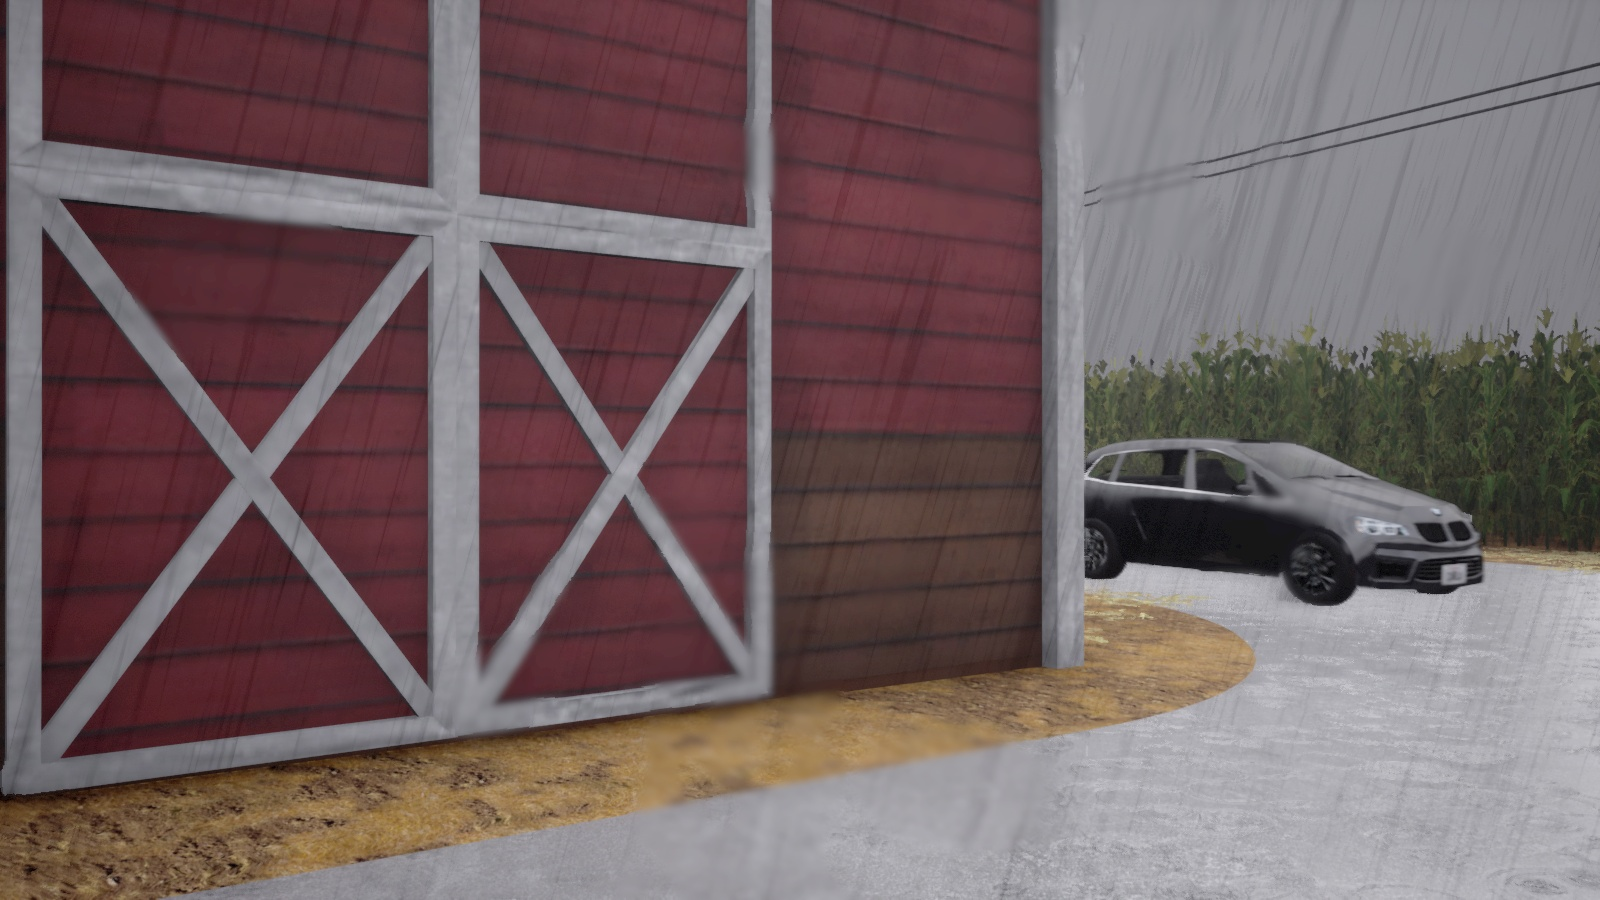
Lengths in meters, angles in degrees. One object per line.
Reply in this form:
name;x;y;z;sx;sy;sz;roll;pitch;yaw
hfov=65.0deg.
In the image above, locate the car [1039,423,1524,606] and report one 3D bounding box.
car;5.100;0.595;13.980;2.242;1.667;4.611;0;0;-32
